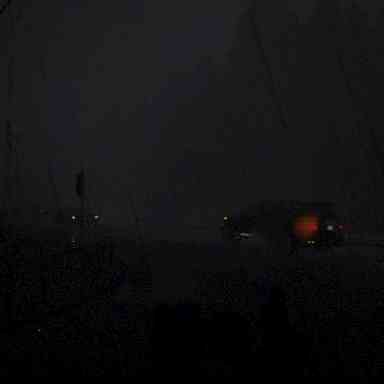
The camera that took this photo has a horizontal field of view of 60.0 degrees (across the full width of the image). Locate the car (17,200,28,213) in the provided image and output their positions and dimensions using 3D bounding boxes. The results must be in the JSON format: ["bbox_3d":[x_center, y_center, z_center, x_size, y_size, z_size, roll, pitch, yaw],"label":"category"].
[{"bbox_3d":[-18.980,1.630,38.152,1.994,1.385,4.181,1,0,-35],"label":"car"}]

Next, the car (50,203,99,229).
[{"bbox_3d":[-7.944,1.667,22.629,1.895,1.301,4.718,1,0,-35],"label":"car"}]

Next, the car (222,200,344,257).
[{"bbox_3d":[3.486,1.329,13.885,2.150,2.045,5.566,1,-1,-29],"label":"car"}]

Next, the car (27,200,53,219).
[{"bbox_3d":[-13.235,1.592,30.060,1.812,1.442,4.674,1,0,-35],"label":"car"}]
